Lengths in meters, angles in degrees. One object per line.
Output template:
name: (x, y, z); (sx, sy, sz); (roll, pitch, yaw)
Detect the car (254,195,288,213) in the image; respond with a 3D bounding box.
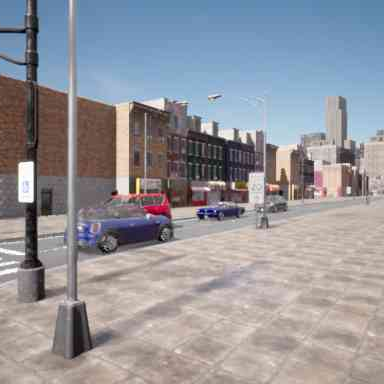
car: (8.087, 1.139, 33.885); (2.097, 1.767, 4.553); (0, 0, 36)

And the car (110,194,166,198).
car: (-3.394, 1.117, 17.779); (2.150, 2.045, 5.566); (0, 0, 35)

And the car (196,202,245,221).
car: (2.284, 1.435, 25.766); (1.895, 1.301, 4.718); (0, 0, 35)

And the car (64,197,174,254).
car: (-2.764, 1.276, 13.583); (2.097, 1.767, 4.553); (0, 1, 35)
